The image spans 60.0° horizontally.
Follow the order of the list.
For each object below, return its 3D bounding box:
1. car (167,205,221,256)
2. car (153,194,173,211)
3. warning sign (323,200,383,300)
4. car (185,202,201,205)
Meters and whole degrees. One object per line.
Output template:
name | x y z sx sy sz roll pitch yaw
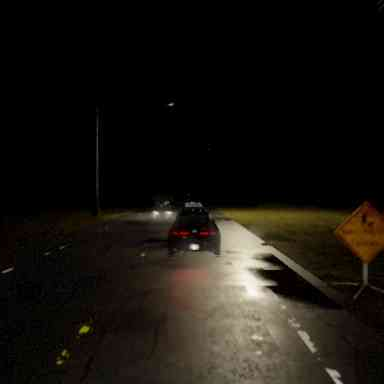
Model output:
car | 0.086 1.499 13.042 1.837 1.490 4.892 0 0 0
car | -3.586 1.280 41.772 2.150 2.045 5.566 0 0 0
warning sign | 3.556 1.111 6.824 1.300 1.860 1.060 0 0 0
car | 0.098 1.612 31.152 1.895 1.301 4.718 0 0 0
